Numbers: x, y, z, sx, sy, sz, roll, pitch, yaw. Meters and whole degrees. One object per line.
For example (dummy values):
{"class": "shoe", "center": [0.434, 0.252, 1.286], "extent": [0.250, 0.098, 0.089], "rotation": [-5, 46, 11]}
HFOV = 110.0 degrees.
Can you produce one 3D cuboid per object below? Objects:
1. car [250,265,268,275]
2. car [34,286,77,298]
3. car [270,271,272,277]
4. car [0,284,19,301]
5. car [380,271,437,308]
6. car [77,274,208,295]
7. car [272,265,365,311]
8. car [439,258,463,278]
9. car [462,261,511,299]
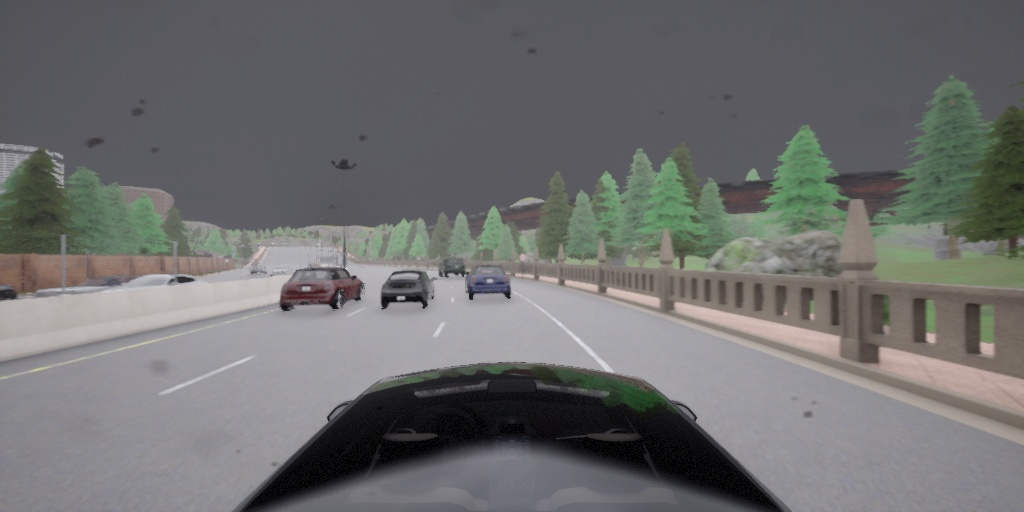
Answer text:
{"class": "car", "center": [-36.260, 1.989, 51.477], "extent": [1.895, 1.301, 4.718], "rotation": [0, 0, -31]}
{"class": "car", "center": [-18.984, 1.626, 16.923], "extent": [1.895, 1.301, 4.718], "rotation": [-1, 0, -10]}
{"class": "car", "center": [-27.333, 1.777, 42.720], "extent": [1.812, 1.442, 4.674], "rotation": [0, 0, -26]}
{"class": "car", "center": [-21.964, 1.562, 13.466], "extent": [1.812, 1.442, 4.674], "rotation": [0, 0, -8]}
{"class": "car", "center": [-4.519, 1.379, 16.010], "extent": [1.837, 1.490, 4.892], "rotation": [0, 0, -8]}
{"class": "car", "center": [-15.239, 1.505, 15.521], "extent": [1.812, 1.442, 4.674], "rotation": [0, -1, -9]}
{"class": "car", "center": [-8.002, 1.259, 15.583], "extent": [2.097, 1.767, 4.553], "rotation": [-1, 0, -7]}
{"class": "car", "center": [-6.552, 1.244, 39.064], "extent": [2.150, 2.045, 5.566], "rotation": [0, 0, -20]}
{"class": "car", "center": [-1.383, 1.211, 19.131], "extent": [2.097, 1.767, 4.553], "rotation": [-1, 0, -9]}
